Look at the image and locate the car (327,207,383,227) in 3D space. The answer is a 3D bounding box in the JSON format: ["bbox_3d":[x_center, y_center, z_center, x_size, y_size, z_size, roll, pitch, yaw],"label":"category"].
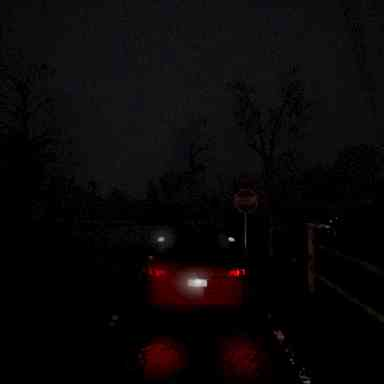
[{"bbox_3d":[12.845,1.826,24.366,5.357,1.411,2.033,1,1,0],"label":"car"}]

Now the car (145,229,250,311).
[{"bbox_3d":[0.100,1.561,7.821,1.994,1.385,4.181,0,0,0],"label":"car"}]
